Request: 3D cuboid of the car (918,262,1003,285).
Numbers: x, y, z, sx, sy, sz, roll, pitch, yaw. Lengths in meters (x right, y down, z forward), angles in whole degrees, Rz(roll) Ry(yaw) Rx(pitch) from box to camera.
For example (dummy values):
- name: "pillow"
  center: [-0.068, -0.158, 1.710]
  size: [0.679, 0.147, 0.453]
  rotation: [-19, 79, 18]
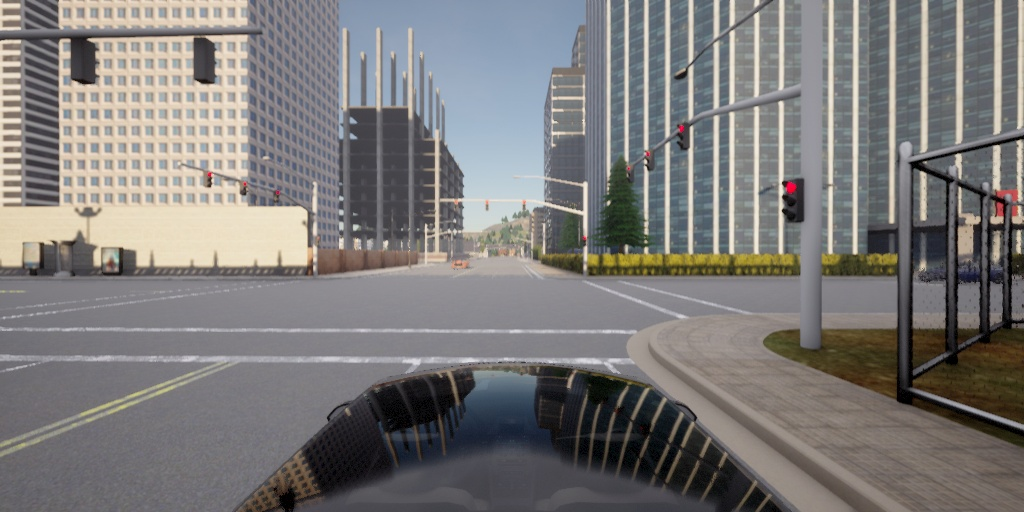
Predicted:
- name: "car"
  center: [30.264, 1.134, 24.091]
  size: [4.674, 1.442, 1.812]
  rotation: [0, 0, 0]

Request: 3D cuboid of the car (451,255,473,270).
- name: "car"
  center: [-6.962, 0.865, 48.766]
  size: [2.097, 1.767, 4.553]
  rotation: [0, 0, 0]
